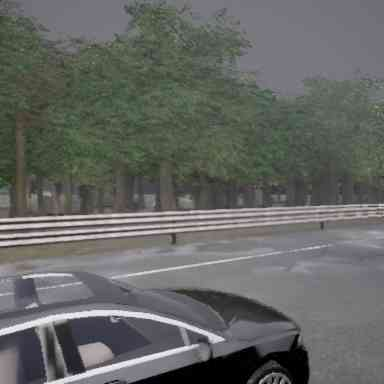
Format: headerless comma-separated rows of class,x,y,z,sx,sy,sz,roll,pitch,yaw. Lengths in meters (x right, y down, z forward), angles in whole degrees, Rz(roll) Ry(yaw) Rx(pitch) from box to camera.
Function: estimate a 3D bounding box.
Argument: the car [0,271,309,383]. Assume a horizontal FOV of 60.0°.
car,-1.038,1.482,2.800,4.902,1.511,2.128,0,0,-35
